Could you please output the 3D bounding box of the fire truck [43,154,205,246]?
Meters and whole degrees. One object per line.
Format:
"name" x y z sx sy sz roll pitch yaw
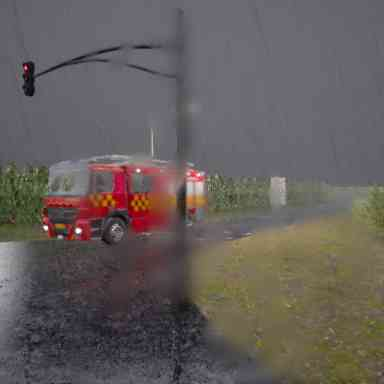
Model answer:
"fire truck" -2.734 0.302 16.466 2.891 3.827 8.468 0 0 35
